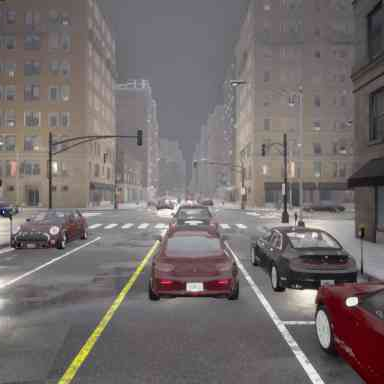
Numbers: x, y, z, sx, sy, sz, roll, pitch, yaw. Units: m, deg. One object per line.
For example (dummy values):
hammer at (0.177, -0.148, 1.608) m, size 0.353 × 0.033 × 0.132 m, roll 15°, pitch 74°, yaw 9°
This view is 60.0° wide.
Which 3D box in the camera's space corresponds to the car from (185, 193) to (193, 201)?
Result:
car at (-0.738, 1.384, 90.066) m, size 2.150 × 2.045 × 5.566 m, roll 0°, pitch 0°, yaw -1°

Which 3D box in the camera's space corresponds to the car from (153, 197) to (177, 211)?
car at (-3.239, 1.592, 40.660) m, size 1.994 × 1.385 × 4.181 m, roll 0°, pitch 0°, yaw -1°

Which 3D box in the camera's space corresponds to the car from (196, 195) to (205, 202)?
car at (2.056, 1.560, 80.157) m, size 1.967 × 1.590 × 4.097 m, roll 0°, pitch 0°, yaw -1°

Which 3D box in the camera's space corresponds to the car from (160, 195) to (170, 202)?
car at (-6.469, 1.559, 80.061) m, size 1.967 × 1.590 × 4.097 m, roll 0°, pitch 0°, yaw -1°

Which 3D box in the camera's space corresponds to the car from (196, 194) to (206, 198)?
car at (2.256, 1.595, 63.807) m, size 1.752 × 1.417 × 4.829 m, roll 0°, pitch 0°, yaw -1°

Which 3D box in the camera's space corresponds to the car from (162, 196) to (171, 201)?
car at (-6.537, 1.722, 85.568) m, size 1.802 × 1.307 × 4.206 m, roll 0°, pitch 0°, yaw -1°

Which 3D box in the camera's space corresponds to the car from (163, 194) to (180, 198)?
car at (-3.401, 1.576, 55.056) m, size 1.812 × 1.442 × 4.674 m, roll 0°, pitch 0°, yaw -1°

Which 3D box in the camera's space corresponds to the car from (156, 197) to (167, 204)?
car at (-6.335, 1.666, 69.045) m, size 1.802 × 1.307 × 4.206 m, roll 0°, pitch 0°, yaw -1°

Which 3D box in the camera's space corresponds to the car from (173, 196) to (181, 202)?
car at (-3.643, 1.669, 82.356) m, size 1.994 × 1.385 × 4.181 m, roll 0°, pitch 0°, yaw -1°

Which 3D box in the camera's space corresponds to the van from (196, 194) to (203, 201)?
van at (1.989, 1.482, 85.665) m, size 1.690 × 1.788 × 3.998 m, roll 0°, pitch 0°, yaw -1°

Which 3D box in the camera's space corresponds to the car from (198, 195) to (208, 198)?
car at (2.393, 1.590, 52.623) m, size 1.887 × 1.381 × 4.507 m, roll 0°, pitch 0°, yaw -1°

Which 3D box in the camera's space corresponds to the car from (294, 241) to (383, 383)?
car at (2.667, 1.545, 3.206) m, size 1.887 × 1.381 × 4.507 m, roll 0°, pitch 0°, yaw 0°

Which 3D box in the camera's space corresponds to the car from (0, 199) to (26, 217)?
car at (-18.053, 1.416, 30.130) m, size 4.902 × 1.511 × 2.128 m, roll 0°, pitch 0°, yaw -1°

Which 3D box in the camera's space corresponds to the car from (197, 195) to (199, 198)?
car at (2.326, 1.622, 58.130) m, size 1.947 × 1.339 × 4.313 m, roll 0°, pitch 0°, yaw -1°

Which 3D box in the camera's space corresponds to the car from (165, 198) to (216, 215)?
car at (0.055, 1.358, 15.537) m, size 2.097 × 1.767 × 4.553 m, roll 0°, pitch 0°, yaw 0°

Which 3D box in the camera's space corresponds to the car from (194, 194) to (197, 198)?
car at (2.192, 1.399, 69.144) m, size 2.192 × 1.841 × 5.009 m, roll 0°, pitch 0°, yaw -1°

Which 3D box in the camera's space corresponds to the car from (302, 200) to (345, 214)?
car at (14.607, 1.648, 37.120) m, size 4.674 × 1.442 × 1.812 m, roll 0°, pitch 0°, yaw 1°

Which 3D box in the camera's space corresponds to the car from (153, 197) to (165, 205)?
car at (-6.267, 1.614, 63.538) m, size 1.887 × 1.381 × 4.507 m, roll 0°, pitch 0°, yaw -1°

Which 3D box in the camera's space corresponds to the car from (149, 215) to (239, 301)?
car at (0.012, 1.528, 8.233) m, size 1.812 × 1.442 × 4.674 m, roll 0°, pitch 0°, yaw -1°

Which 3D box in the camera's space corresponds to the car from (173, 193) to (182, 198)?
car at (-3.485, 1.304, 68.314) m, size 2.150 × 2.045 × 5.566 m, roll 0°, pitch 0°, yaw 0°

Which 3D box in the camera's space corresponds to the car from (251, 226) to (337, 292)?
car at (2.651, 1.553, 8.697) m, size 2.008 × 1.369 × 4.403 m, roll 0°, pitch 0°, yaw 0°

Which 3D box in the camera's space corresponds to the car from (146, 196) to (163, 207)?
car at (-6.131, 1.596, 52.522) m, size 2.008 × 1.369 × 4.403 m, roll 0°, pitch 0°, yaw -1°

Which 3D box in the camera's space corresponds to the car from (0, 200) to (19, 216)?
car at (-17.175, 1.123, 26.890) m, size 5.566 × 2.045 × 2.150 m, roll 0°, pitch 0°, yaw 0°

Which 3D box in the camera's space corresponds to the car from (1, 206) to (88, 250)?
car at (-5.890, 1.445, 14.161) m, size 1.967 × 1.590 × 4.097 m, roll 0°, pitch 0°, yaw 0°

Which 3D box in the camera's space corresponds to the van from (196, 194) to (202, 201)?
van at (1.921, 1.504, 91.171) m, size 1.690 × 1.788 × 3.998 m, roll 0°, pitch 0°, yaw -1°

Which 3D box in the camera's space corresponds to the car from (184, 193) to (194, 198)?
car at (-0.606, 1.342, 79.348) m, size 2.150 × 2.045 × 5.566 m, roll 0°, pitch 0°, yaw -1°

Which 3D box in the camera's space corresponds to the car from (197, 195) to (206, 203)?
car at (2.123, 1.541, 74.651) m, size 1.967 × 1.590 × 4.097 m, roll 0°, pitch 0°, yaw -1°
